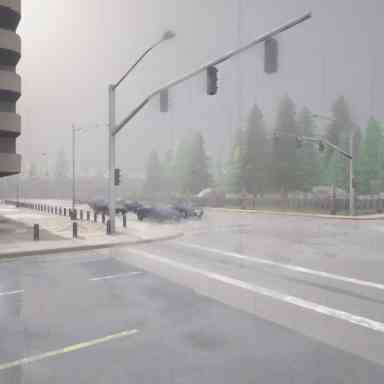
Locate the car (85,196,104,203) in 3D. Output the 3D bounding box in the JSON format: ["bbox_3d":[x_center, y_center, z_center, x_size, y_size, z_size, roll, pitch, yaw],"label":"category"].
[{"bbox_3d":[-12.499,1.656,45.399,1.895,1.301,4.718,0,0,-36],"label":"car"}]

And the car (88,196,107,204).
[{"bbox_3d":[-18.764,1.547,66.003,2.128,1.511,4.902,0,0,-36],"label":"car"}]

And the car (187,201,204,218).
[{"bbox_3d":[-0.920,1.547,29.683,2.128,1.511,4.902,0,0,-36],"label":"car"}]

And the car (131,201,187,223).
[{"bbox_3d":[-2.722,1.581,26.259,1.812,1.442,4.674,0,0,-38],"label":"car"}]

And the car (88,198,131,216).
[{"bbox_3d":[-8.429,1.603,33.966,2.033,1.411,5.357,0,0,-36],"label":"car"}]

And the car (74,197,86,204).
[{"bbox_3d":[-20.834,1.656,62.913,1.895,1.301,4.718,0,0,-36],"label":"car"}]

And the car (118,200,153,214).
[{"bbox_3d":[-6.396,1.656,37.109,1.895,1.301,4.718,0,0,-36],"label":"car"}]
